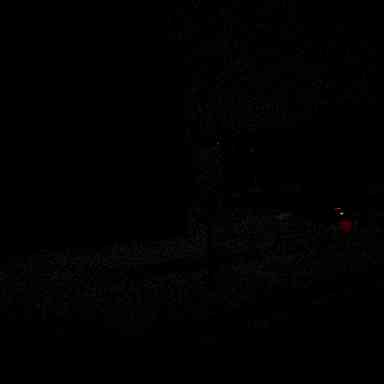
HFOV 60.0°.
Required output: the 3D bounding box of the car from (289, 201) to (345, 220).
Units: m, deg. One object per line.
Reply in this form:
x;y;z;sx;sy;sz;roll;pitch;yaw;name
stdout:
10.649;1.538;28.789;1.837;1.490;4.892;-3;1;-36;car
